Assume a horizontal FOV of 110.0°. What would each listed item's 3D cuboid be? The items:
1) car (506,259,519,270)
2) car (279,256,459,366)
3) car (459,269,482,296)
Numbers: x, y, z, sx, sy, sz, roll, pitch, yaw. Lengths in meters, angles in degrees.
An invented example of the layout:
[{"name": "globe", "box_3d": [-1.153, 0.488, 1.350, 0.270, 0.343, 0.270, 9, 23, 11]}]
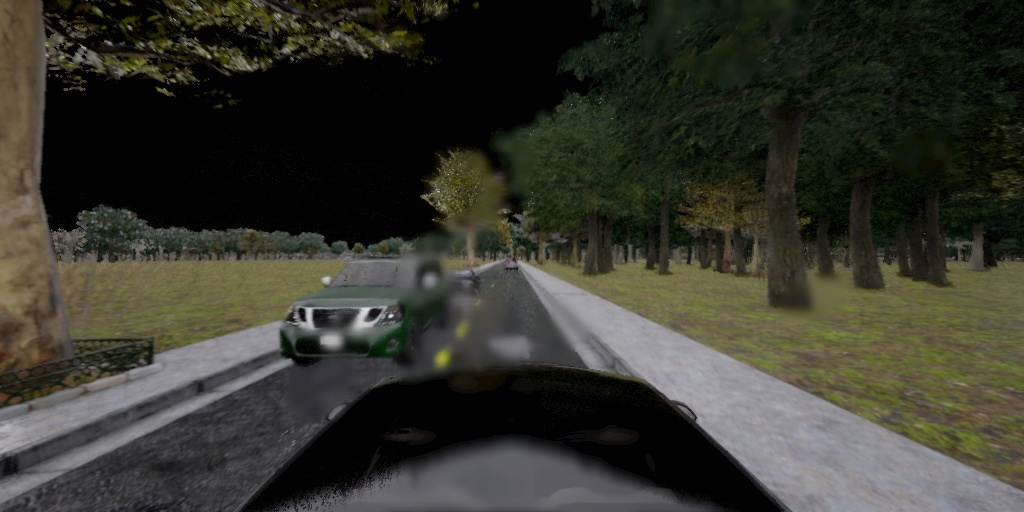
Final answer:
[{"name": "car", "box_3d": [0.009, 1.529, 56.099, 1.994, 1.385, 4.181, 0, 0, 0]}, {"name": "car", "box_3d": [-2.819, 1.003, 8.408, 2.150, 2.045, 5.566, 0, 0, 0]}, {"name": "car", "box_3d": [-2.747, 1.395, 19.495, 1.994, 1.385, 4.181, 0, 0, 0]}]
